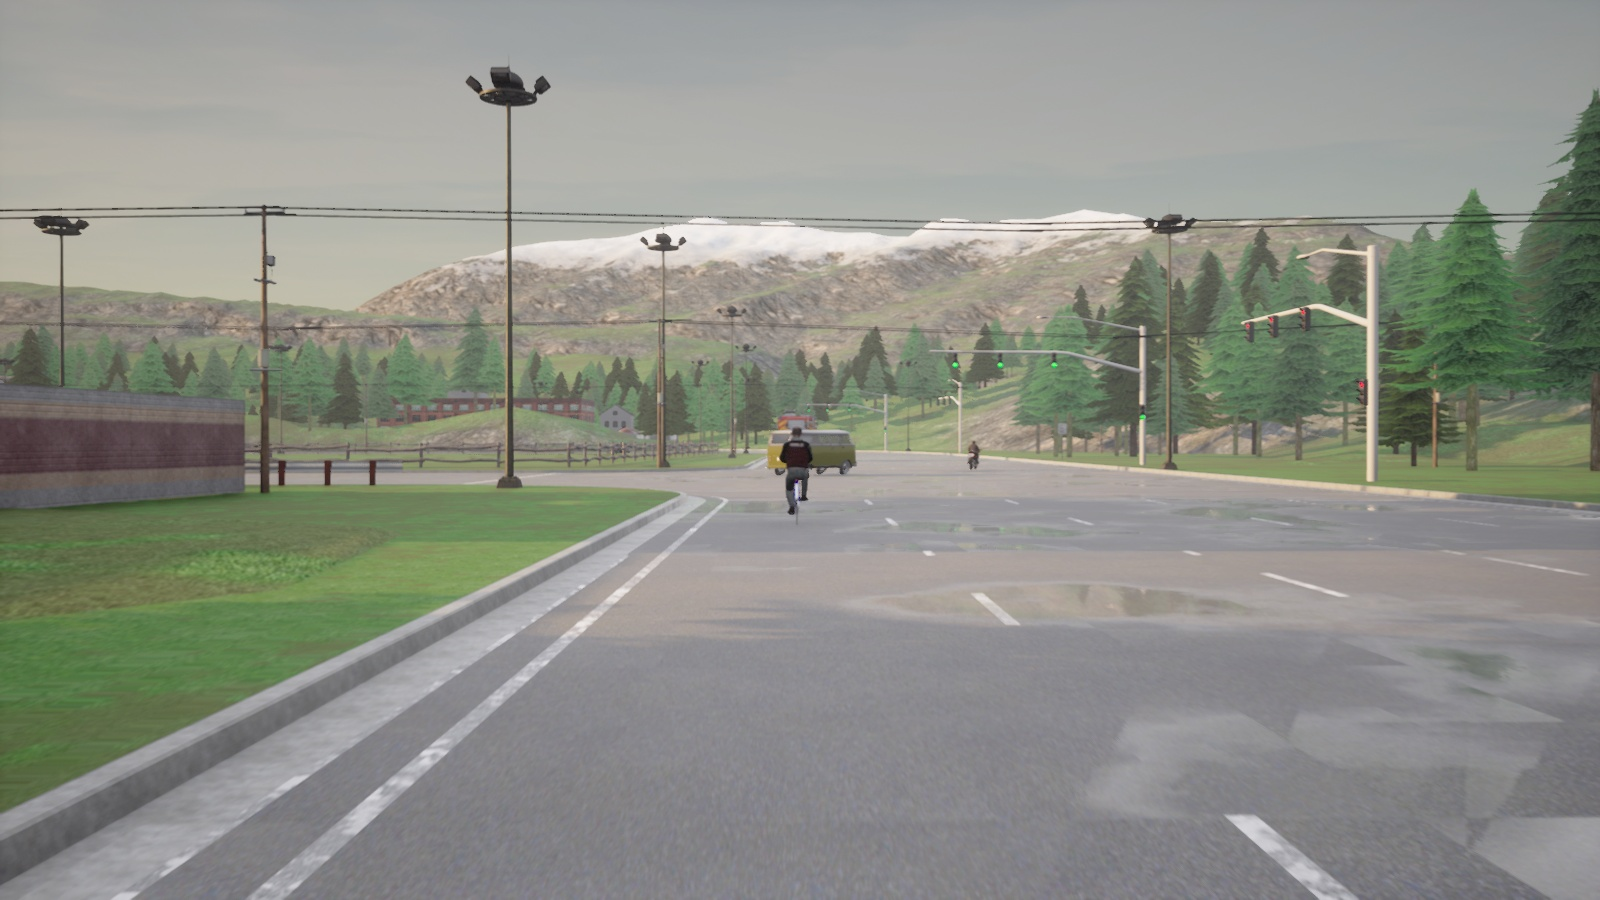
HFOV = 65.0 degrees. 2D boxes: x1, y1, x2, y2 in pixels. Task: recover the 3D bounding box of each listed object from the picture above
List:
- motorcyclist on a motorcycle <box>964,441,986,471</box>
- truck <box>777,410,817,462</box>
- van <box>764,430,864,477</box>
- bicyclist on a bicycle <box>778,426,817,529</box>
[{"bbox_3d":[8.926,0.302,64.137,0.797,1.523,2.044,-1,0,16],"label":"motorcyclist on a motorcycle"},{"bbox_3d":[-0.240,-1.066,96.072,2.891,3.827,8.468,0,0,0],"label":"truck"},{"bbox_3d":[0.636,0.129,54.910,1.775,1.987,4.442,1,1,44],"label":"van"},{"bbox_3d":[-0.046,0.464,22.622,0.659,1.776,1.843,0,1,0],"label":"bicyclist on a bicycle"}]
